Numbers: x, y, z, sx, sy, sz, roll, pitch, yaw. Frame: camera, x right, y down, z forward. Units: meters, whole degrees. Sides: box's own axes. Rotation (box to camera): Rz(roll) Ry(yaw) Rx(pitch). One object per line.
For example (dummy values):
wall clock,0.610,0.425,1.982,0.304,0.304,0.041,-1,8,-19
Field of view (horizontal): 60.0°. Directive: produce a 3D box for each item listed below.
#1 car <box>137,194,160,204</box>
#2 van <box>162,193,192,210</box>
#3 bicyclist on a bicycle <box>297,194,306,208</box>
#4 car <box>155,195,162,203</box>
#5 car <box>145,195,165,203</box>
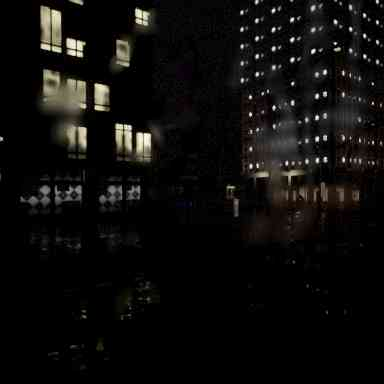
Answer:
car,-7.869,1.201,59.809,1.882,1.535,5.008,-1,1,-34
van,-1.543,1.208,40.180,1.690,1.788,3.998,0,0,-34
bicyclist on a bicycle,12.847,1.114,39.129,1.656,1.620,0.582,-1,1,-34
car,-3.936,1.032,58.637,2.192,1.841,5.009,0,0,-34
car,-7.046,1.235,63.222,1.887,1.381,4.507,0,0,-34
